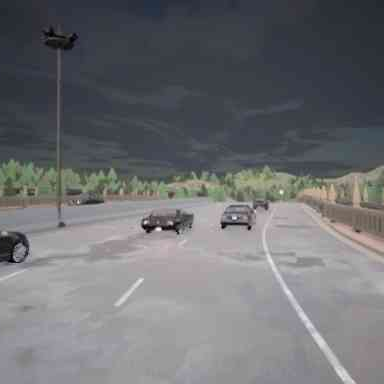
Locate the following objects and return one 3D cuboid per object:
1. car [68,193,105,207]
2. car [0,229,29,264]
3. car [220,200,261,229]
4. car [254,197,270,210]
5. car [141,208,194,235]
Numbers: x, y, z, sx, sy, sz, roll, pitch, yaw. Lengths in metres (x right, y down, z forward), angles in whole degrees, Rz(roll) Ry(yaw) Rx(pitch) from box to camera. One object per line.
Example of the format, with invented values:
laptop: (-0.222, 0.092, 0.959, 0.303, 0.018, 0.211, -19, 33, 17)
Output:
car: (-13.163, 1.155, 41.990, 2.150, 2.045, 5.566, 0, 0, 16)
car: (-6.282, 1.450, 8.734, 1.837, 1.490, 4.892, 0, 0, 5)
car: (3.027, 1.508, 21.251, 2.033, 1.411, 5.357, 0, 0, 15)
car: (8.537, 1.443, 41.262, 1.837, 1.490, 4.892, 0, 0, 16)
car: (-1.179, 1.547, 18.596, 1.895, 1.301, 4.718, 0, 0, 12)
